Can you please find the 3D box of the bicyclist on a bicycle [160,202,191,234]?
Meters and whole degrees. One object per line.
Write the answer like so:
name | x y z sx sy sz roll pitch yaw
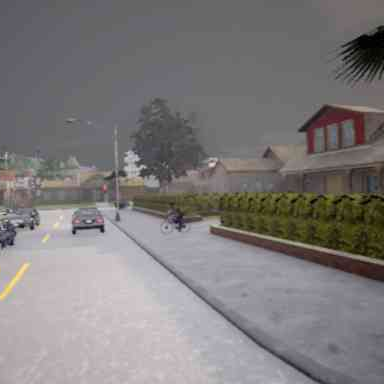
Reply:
bicyclist on a bicycle | -0.853 1.335 17.094 1.656 1.620 0.582 -2 0 -19

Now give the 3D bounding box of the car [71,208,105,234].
car | -6.482 1.694 20.670 2.033 1.411 5.357 -2 0 -19

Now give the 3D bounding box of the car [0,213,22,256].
car | -8.520 1.824 13.594 1.895 1.301 4.718 -2 0 -19

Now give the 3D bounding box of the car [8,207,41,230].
car | -11.709 1.789 23.058 2.128 1.511 4.902 -2 0 -18
